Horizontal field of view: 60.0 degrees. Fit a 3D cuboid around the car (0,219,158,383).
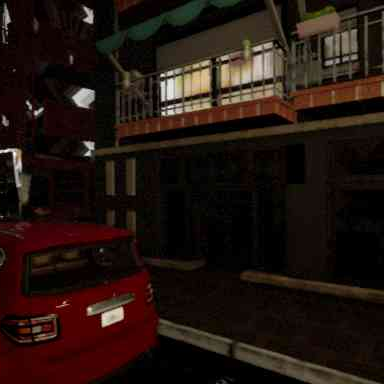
[{"bbox_3d":[-2.730,1.314,4.681,5.009,1.841,2.192,0,-1,35],"label":"car"}]
